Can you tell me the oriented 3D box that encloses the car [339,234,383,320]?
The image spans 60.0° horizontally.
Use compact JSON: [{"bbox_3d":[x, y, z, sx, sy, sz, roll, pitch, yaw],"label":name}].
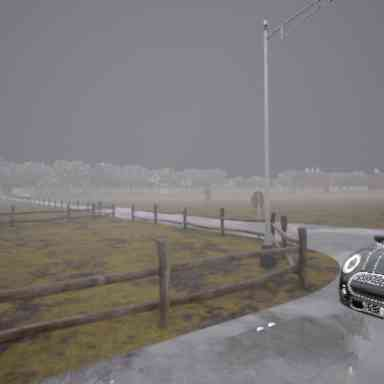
[{"bbox_3d":[4.856,1.266,6.415,4.553,1.767,2.097,-1,0,-36],"label":"car"}]
